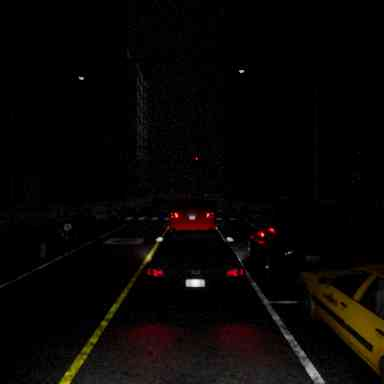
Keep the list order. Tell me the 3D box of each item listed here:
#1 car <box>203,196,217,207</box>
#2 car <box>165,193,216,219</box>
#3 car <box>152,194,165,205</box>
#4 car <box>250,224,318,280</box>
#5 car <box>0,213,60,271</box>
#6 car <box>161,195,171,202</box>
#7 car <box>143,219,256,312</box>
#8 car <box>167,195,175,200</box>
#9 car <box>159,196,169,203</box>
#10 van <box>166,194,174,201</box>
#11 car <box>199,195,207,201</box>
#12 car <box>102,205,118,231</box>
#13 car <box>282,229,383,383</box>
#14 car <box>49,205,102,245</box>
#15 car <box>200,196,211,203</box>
[{"bbox_3d":[2.802,1.409,52.559,1.967,1.590,4.097,0,0,0],"label":"car"},{"bbox_3d":[0.016,1.209,17.227,2.150,2.045,5.566,0,0,0],"label":"car"},{"bbox_3d":[-5.719,1.282,58.003,2.192,1.841,5.009,0,0,0],"label":"car"},{"bbox_3d":[2.769,1.558,9.677,1.947,1.339,4.313,0,0,0],"label":"car"},{"bbox_3d":[-5.757,1.537,9.681,1.887,1.381,4.507,0,0,0],"label":"car"},{"bbox_3d":[-5.706,1.489,74.146,1.752,1.417,4.829,0,0,0],"label":"car"},{"bbox_3d":[0.065,1.558,7.807,1.994,1.385,4.181,0,0,0],"label":"car"},{"bbox_3d":[-5.694,1.512,90.629,2.008,1.369,4.403,0,0,0],"label":"car"},{"bbox_3d":[-5.710,1.546,68.878,1.802,1.307,4.206,0,0,0],"label":"car"},{"bbox_3d":[-5.698,1.303,85.191,1.690,1.788,3.998,0,0,0],"label":"van"},{"bbox_3d":[2.828,1.487,85.354,1.752,1.417,4.829,0,0,0],"label":"car"},{"bbox_3d":[-5.748,1.510,20.425,1.752,1.417,4.829,0,0,0],"label":"car"},{"bbox_3d":[2.765,1.522,4.390,1.752,1.417,4.829,0,0,0],"label":"car"},{"bbox_3d":[-5.752,1.428,15.138,1.967,1.590,4.097,0,0,0],"label":"car"},{"bbox_3d":[2.815,1.515,68.871,2.008,1.369,4.403,0,0,0],"label":"car"}]
